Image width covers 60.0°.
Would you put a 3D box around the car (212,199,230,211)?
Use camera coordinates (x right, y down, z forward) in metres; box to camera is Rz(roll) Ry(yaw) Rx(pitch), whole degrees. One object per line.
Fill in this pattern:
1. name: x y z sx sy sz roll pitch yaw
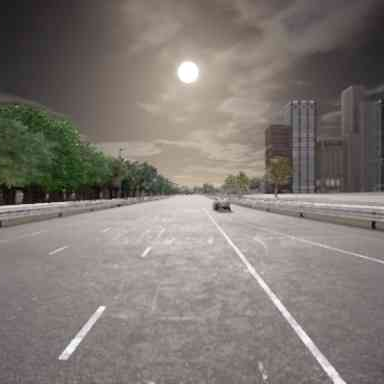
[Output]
1. car: 3.876 1.729 44.578 2.163 1.488 4.792 0 0 -3
